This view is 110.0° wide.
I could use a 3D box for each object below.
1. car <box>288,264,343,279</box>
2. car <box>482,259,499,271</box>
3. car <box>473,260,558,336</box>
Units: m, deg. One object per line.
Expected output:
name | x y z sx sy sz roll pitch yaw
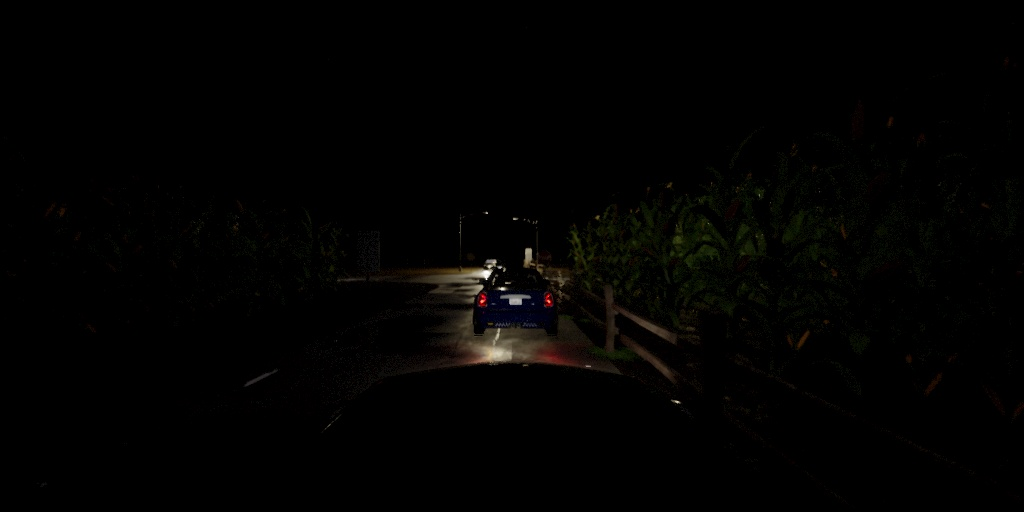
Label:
car | -17.623 1.353 31.012 5.357 1.411 2.033 0 1 0
car | -2.905 1.243 49.349 2.128 1.511 4.902 0 0 0
car | 0.084 1.106 10.617 2.097 1.767 4.553 0 0 0
